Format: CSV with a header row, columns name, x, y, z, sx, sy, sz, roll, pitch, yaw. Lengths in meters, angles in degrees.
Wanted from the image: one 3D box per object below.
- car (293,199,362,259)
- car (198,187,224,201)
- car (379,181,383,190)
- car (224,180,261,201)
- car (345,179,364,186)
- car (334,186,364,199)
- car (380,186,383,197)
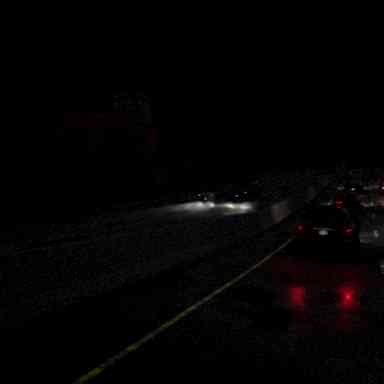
name,x,y,z,sx,sy,sz,roll,pitch,yaw
car,5.453,1.360,13.156,2.097,1.767,4.553,0,1,28
car,2.482,0.203,37.731,1.895,1.301,4.718,0,6,28
car,21.887,-0.659,36.947,1.895,1.301,4.718,0,7,28
car,5.903,-0.228,36.693,2.150,2.045,5.566,0,6,28
car,18.769,-0.749,38.535,1.812,1.442,4.674,0,7,28
car,12.348,0.718,26.307,1.837,1.490,4.892,0,6,28
car,15.441,0.723,24.671,2.128,1.511,4.902,0,5,28
